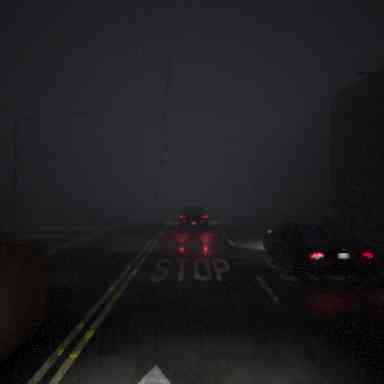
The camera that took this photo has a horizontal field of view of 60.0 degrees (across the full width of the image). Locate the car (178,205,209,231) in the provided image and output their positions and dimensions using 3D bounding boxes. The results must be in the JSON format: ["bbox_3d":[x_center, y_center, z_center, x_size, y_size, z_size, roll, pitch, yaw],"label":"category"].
[{"bbox_3d":[0.097,1.569,21.057,1.812,1.442,4.674,0,0,0],"label":"car"}]

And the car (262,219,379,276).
[{"bbox_3d":[3.599,1.569,10.416,2.033,1.411,5.357,0,0,0],"label":"car"}]
